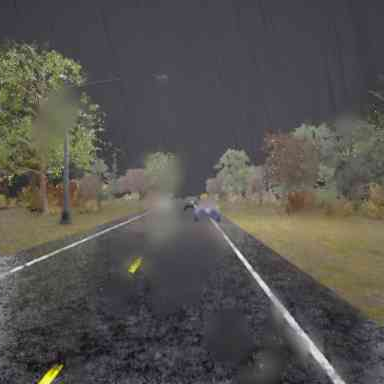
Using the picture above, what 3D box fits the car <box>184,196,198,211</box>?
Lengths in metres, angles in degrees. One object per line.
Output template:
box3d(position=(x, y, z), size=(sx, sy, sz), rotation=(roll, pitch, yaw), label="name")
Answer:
box3d(position=(0.023, 1.517, 46.452), size=(2.150, 2.045, 5.566), rotation=(0, 0, 0), label="car")

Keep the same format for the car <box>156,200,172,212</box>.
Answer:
box3d(position=(-3.569, 1.796, 43.502), size=(1.812, 1.442, 4.674), rotation=(0, 0, 0), label="car")

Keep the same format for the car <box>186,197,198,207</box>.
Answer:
box3d(position=(0.024, 1.781, 61.881), size=(2.097, 1.767, 4.553), rotation=(0, -1, 0), label="car")

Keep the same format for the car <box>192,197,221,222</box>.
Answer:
box3d(position=(1.235, 1.516, 27.998), size=(2.097, 1.767, 4.553), rotation=(0, 0, 0), label="car")
